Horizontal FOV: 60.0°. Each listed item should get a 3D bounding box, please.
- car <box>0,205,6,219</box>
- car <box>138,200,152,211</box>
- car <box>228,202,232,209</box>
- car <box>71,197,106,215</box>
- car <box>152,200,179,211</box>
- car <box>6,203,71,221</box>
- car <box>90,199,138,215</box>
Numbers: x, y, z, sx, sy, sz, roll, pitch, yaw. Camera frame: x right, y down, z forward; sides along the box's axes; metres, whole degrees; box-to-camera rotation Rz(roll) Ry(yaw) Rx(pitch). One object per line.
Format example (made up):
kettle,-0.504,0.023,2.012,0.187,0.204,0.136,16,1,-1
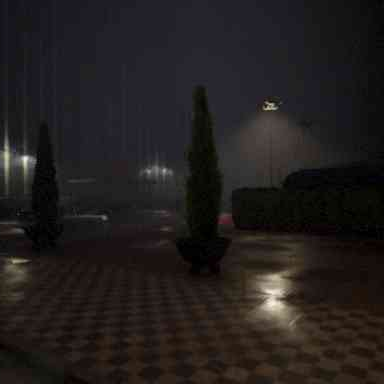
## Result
car,-18.494,1.957,31.534,1.994,1.385,4.181,-1,0,35
car,-6.557,1.887,48.614,2.128,1.511,4.902,-1,0,35
car,7.414,1.817,49.974,2.033,1.411,5.357,-1,0,35
car,-12.564,1.616,40.043,2.150,2.045,5.566,-1,0,35
car,-3.112,1.879,47.426,1.812,1.442,4.674,-1,0,35
car,-14.361,1.857,31.341,1.837,1.490,4.892,-1,0,35
car,-9.019,1.858,38.994,1.837,1.490,4.892,-1,0,35
